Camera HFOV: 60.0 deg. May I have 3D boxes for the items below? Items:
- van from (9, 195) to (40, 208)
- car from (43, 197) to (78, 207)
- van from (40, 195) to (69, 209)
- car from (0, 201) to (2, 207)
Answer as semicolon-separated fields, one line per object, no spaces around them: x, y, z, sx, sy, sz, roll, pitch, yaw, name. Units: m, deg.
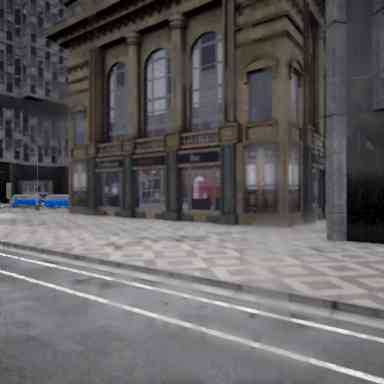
-23.250;1.266;46.555;1.690;1.788;3.998;0;0;36;van
-20.067;1.439;50.977;1.752;1.417;4.829;0;0;36;car
-16.331;1.261;41.576;1.690;1.788;3.998;0;0;36;van
-26.533;1.487;41.996;2.008;1.369;4.403;0;0;36;car
